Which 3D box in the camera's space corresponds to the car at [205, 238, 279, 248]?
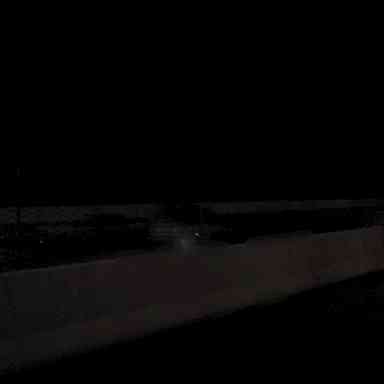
[{"bbox_3d":[1.526,1.606,13.681,4.718,1.301,1.895,0,0,-36],"label":"car"}]
